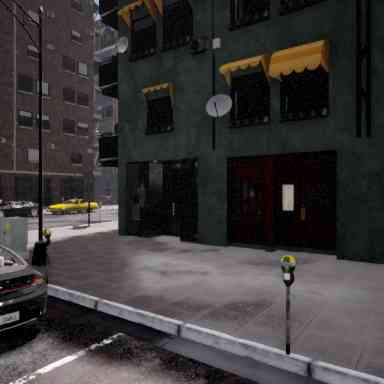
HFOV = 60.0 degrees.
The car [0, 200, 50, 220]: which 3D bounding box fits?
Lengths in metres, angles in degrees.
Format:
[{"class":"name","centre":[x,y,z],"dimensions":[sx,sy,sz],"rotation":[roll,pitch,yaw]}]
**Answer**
[{"class":"car","centre":[-13.928,1.350,25.982],"dimensions":[2.008,1.369,4.403],"rotation":[1,1,35]}]

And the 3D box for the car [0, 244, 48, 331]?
[{"class":"car","centre":[-4.355,1.551,5.976],"dimensions":[4.403,1.369,2.008],"rotation":[0,0,35]}]

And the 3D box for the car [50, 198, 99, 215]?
[{"class":"car","centre":[-10.840,1.249,30.408],"dimensions":[1.752,1.417,4.829],"rotation":[1,1,35]}]
